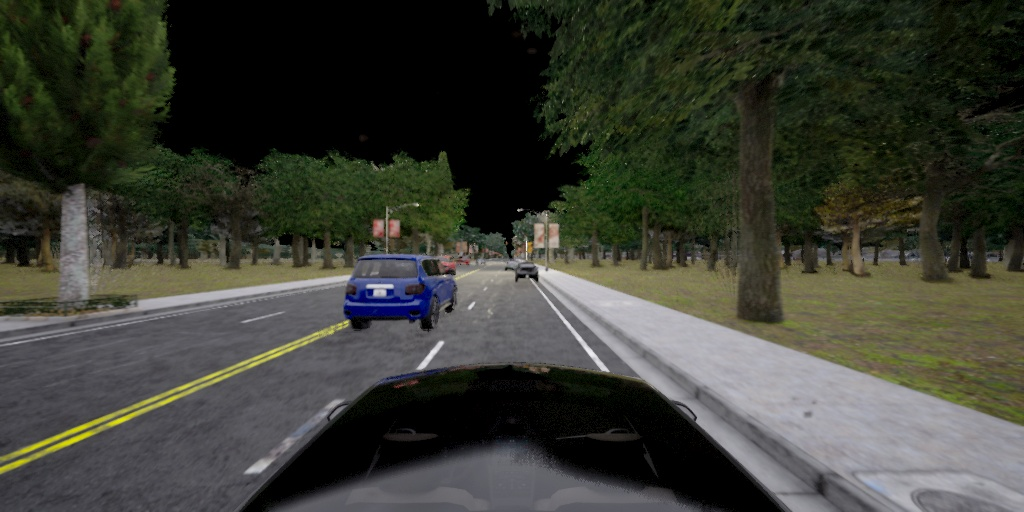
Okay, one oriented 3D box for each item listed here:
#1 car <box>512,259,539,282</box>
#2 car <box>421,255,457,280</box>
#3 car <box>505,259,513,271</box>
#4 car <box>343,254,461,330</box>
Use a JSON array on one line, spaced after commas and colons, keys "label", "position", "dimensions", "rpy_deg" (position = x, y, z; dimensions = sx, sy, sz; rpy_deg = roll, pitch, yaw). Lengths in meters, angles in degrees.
[{"label": "car", "position": [1.138, 1.258, 28.845], "dimensions": [1.837, 1.490, 4.892], "rpy_deg": [0, 0, 0]}, {"label": "car", "position": [-6.595, 0.975, 33.040], "dimensions": [2.150, 2.045, 5.566], "rpy_deg": [0, 0, 0]}, {"label": "car", "position": [0.016, 1.322, 49.607], "dimensions": [1.994, 1.385, 4.181], "rpy_deg": [0, 0, 0]}, {"label": "car", "position": [-3.149, 0.972, 11.223], "dimensions": [2.150, 2.045, 5.566], "rpy_deg": [0, 0, 0]}]
